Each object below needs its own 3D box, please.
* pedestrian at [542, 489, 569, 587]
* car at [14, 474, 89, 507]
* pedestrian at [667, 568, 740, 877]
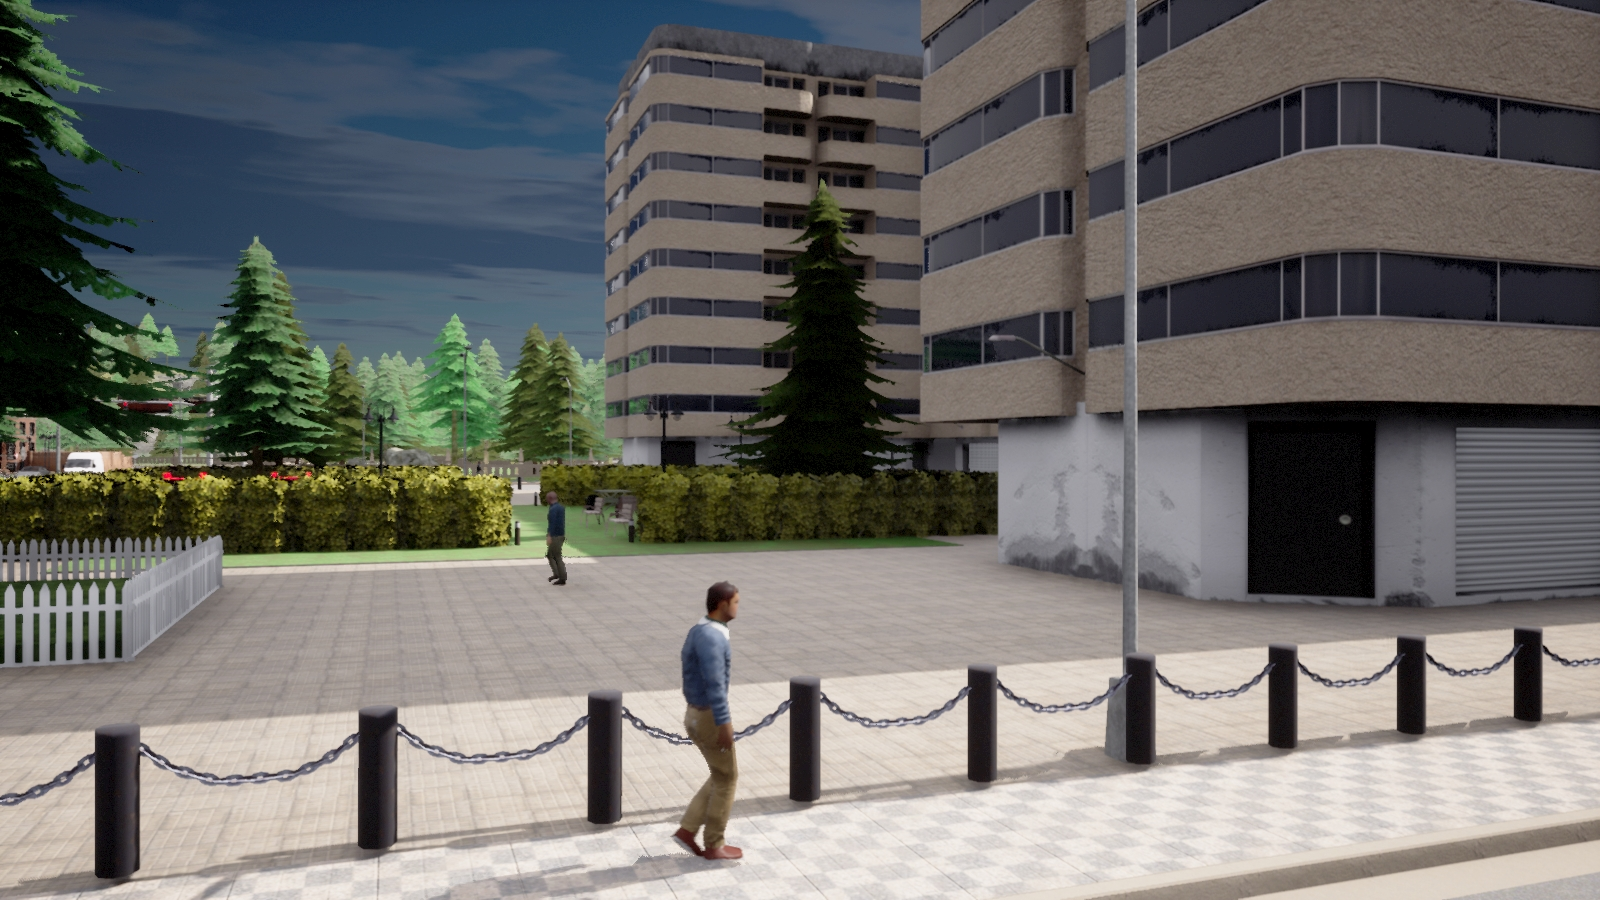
[{"bbox_3d":[-4.716,1.690,22.078,0.375,1.860,0.375,0,0,15],"label":"pedestrian"},{"bbox_3d":[-38.242,2.032,58.523,2.163,1.488,4.792,0,0,-20],"label":"car"},{"bbox_3d":[-0.618,1.705,7.284,0.375,1.860,0.375,0,0,-19],"label":"pedestrian"}]
